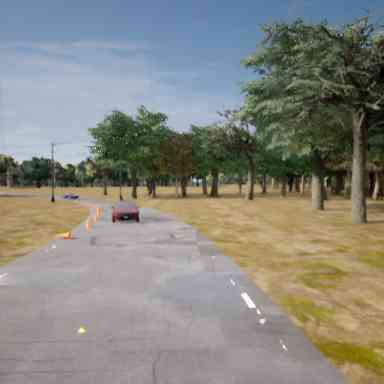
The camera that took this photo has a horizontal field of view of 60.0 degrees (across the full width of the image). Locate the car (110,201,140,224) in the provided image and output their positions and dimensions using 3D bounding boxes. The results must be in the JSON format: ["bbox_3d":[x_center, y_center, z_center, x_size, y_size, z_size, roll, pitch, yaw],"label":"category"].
[{"bbox_3d":[-4.878,1.377,24.352,1.882,1.535,5.008,0,0,-12],"label":"car"}]

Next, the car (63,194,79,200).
[{"bbox_3d":[-26.354,0.980,72.516,1.895,1.301,4.718,-1,2,-43],"label":"car"}]

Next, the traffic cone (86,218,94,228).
[{"bbox_3d":[-6.275,1.883,20.192,0.340,0.580,0.340,0,0,-10],"label":"traffic cone"}]

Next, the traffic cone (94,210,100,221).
[{"bbox_3d":[-7.239,1.857,24.993,0.340,0.580,0.340,0,0,-12],"label":"traffic cone"}]
